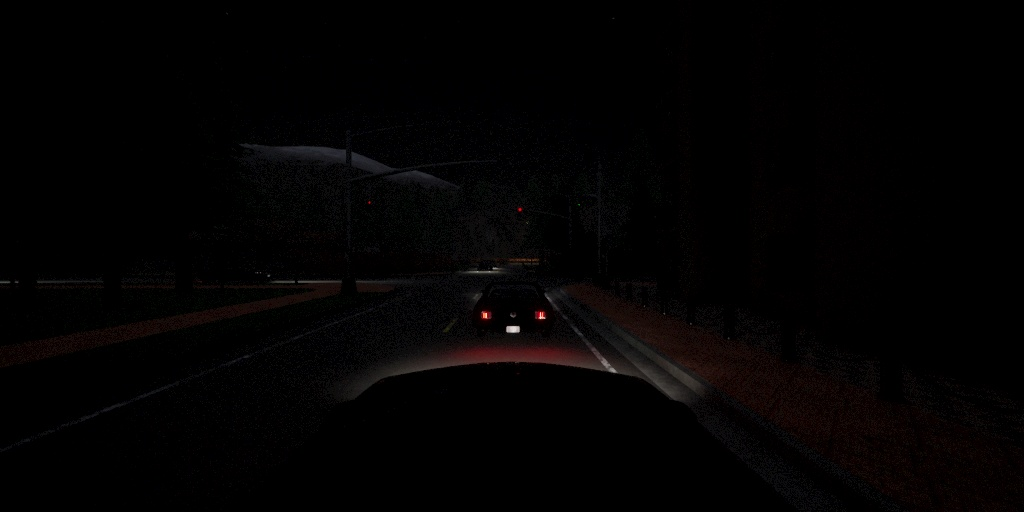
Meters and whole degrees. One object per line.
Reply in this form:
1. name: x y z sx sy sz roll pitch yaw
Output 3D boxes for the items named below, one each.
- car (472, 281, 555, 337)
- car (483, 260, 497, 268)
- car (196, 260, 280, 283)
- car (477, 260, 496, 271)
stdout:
1. car: 0.042 1.351 10.230 1.895 1.301 4.718 0 0 0
2. car: -3.703 1.314 60.827 1.994 1.385 4.181 0 0 0
3. car: -20.834 1.227 27.008 4.902 1.511 2.128 0 0 -1
4. car: -3.691 1.228 49.830 1.882 1.535 5.008 0 0 0
